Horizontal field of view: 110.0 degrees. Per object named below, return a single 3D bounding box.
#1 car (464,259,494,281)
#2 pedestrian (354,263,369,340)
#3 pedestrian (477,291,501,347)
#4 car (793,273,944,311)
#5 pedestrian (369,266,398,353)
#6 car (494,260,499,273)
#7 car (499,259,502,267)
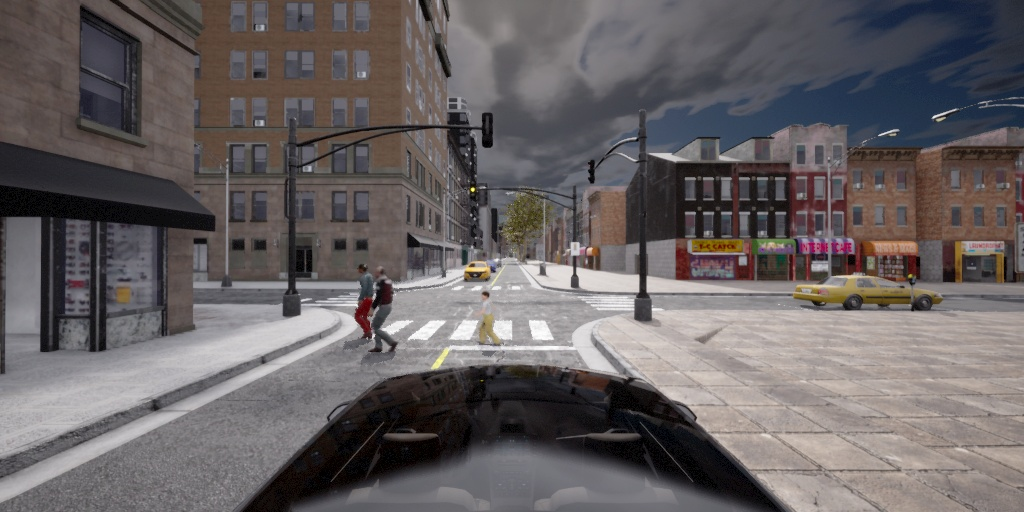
[{"bbox_3d":[-2.848,1.210,30.166,1.882,1.535,5.008,0,0,0],"label":"car"},{"bbox_3d":[-3.485,1.043,8.513,0.375,1.860,0.375,0,0,0],"label":"pedestrian"},{"bbox_3d":[-0.502,1.323,7.905,0.375,1.300,0.375,0,0,0],"label":"pedestrian"},{"bbox_3d":[13.882,1.344,14.077,4.829,1.417,1.751,0,0,0],"label":"car"},{"bbox_3d":[-2.601,1.043,7.307,0.375,1.860,0.375,0,0,0],"label":"pedestrian"},{"bbox_3d":[-2.858,1.202,42.171,1.882,1.535,5.008,0,0,0],"label":"car"},{"bbox_3d":[-2.777,1.211,63.434,2.128,1.511,4.902,0,0,0],"label":"car"}]
